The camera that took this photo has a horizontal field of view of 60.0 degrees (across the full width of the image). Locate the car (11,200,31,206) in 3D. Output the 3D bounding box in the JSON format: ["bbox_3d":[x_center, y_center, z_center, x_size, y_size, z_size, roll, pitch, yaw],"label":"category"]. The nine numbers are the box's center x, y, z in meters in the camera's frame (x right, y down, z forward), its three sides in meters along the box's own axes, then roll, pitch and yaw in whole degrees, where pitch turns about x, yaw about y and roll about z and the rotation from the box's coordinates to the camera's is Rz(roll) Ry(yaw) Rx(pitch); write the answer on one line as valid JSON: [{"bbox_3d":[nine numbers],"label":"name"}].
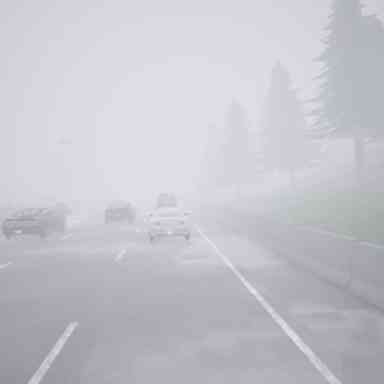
[{"bbox_3d":[-29.215,2.201,58.174,1.994,1.385,4.181,-1,0,-4],"label":"car"}]

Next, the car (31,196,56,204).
[{"bbox_3d":[-25.777,1.805,58.960,2.150,2.045,5.566,-1,0,-4],"label":"car"}]

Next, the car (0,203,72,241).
[{"bbox_3d":[-8.213,1.604,17.793,2.128,1.511,4.902,-1,0,-5],"label":"car"}]

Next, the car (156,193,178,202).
[{"bbox_3d":[-2.658,1.114,35.266,2.150,2.045,5.566,-1,0,-5],"label":"car"}]

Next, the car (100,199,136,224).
[{"bbox_3d":[-5.311,1.478,25.149,1.882,1.535,5.008,-1,0,-5],"label":"car"}]

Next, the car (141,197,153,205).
[{"bbox_3d":[-8.284,1.676,61.164,1.994,1.385,4.181,-1,-1,-5],"label":"car"}]

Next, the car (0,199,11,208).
[{"bbox_3d":[-32.708,2.085,57.914,2.097,1.767,4.553,-1,0,-4],"label":"car"}]

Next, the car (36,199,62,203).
[{"bbox_3d":[-12.855,1.688,31.484,1.812,1.442,4.674,-1,0,-5],"label":"car"}]

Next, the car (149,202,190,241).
[{"bbox_3d":[-1.122,1.466,16.382,1.812,1.442,4.674,-1,1,-4],"label":"car"}]

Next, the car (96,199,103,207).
[{"bbox_3d":[-14.922,1.818,56.511,1.994,1.385,4.181,-1,0,-5],"label":"car"}]
